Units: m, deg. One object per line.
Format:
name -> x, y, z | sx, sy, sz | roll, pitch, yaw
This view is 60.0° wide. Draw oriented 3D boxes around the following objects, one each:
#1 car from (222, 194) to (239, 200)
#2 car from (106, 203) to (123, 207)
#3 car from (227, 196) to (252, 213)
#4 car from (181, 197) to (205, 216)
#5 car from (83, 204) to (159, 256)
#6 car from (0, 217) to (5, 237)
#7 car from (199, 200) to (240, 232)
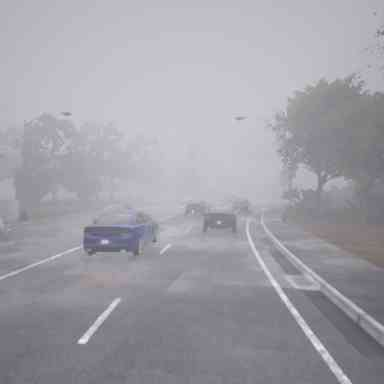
car -> 7.475, 1.335, 63.147 | 2.150, 2.045, 5.566 | 0, 0, 26
car -> -5.115, 1.520, 22.629 | 1.812, 1.442, 4.674 | 0, 0, 9
car -> 5.737, 1.540, 38.302 | 2.128, 1.511, 4.902 | 0, 0, 16
car -> 0.633, 1.527, 32.584 | 1.837, 1.490, 4.892 | 0, 0, 13
car -> -2.612, 1.478, 13.285 | 1.882, 1.535, 5.008 | 0, 0, 5
car -> -9.785, 1.500, 13.718 | 1.812, 1.442, 4.674 | 0, 0, 6
car -> 1.809, 1.499, 20.352 | 1.882, 1.535, 5.008 | 0, 0, 8
